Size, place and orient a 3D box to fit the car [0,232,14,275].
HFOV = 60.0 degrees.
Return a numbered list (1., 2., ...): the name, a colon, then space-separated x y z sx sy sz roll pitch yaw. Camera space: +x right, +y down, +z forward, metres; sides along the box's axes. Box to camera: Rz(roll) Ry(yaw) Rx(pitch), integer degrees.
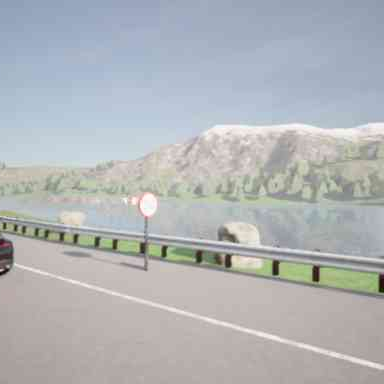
1. car: -6.688 1.462 9.112 4.892 1.490 1.837 0 0 38
